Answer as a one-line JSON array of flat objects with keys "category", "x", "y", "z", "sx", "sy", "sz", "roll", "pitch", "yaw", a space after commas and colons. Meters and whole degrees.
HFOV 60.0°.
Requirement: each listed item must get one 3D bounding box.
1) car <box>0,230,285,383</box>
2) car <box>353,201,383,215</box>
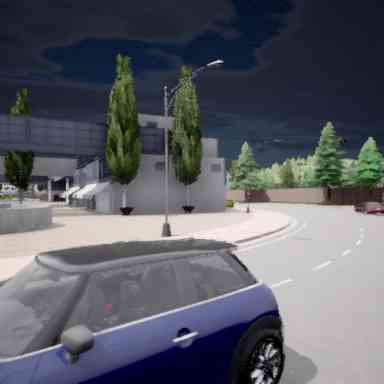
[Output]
[{"category": "car", "x": -1.098, "y": 1.382, "z": 3.437, "sx": 4.553, "sy": 1.767, "sz": 2.097, "roll": 0, "pitch": -1, "yaw": -39}, {"category": "car", "x": 19.163, "y": 1.696, "z": 36.059, "sx": 1.994, "sy": 1.385, "sz": 4.181, "roll": 0, "pitch": 0, "yaw": 3}]
